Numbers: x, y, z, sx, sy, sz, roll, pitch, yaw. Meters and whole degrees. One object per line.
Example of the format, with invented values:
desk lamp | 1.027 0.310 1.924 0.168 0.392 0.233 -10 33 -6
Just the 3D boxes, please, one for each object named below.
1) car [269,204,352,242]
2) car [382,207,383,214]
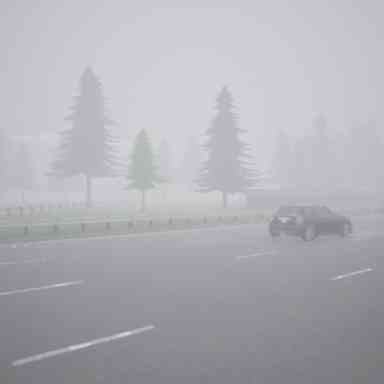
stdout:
car | 5.982 1.370 16.610 4.553 1.767 2.097 0 0 -36
car | 19.395 1.590 30.463 5.357 1.411 2.033 0 0 -37
